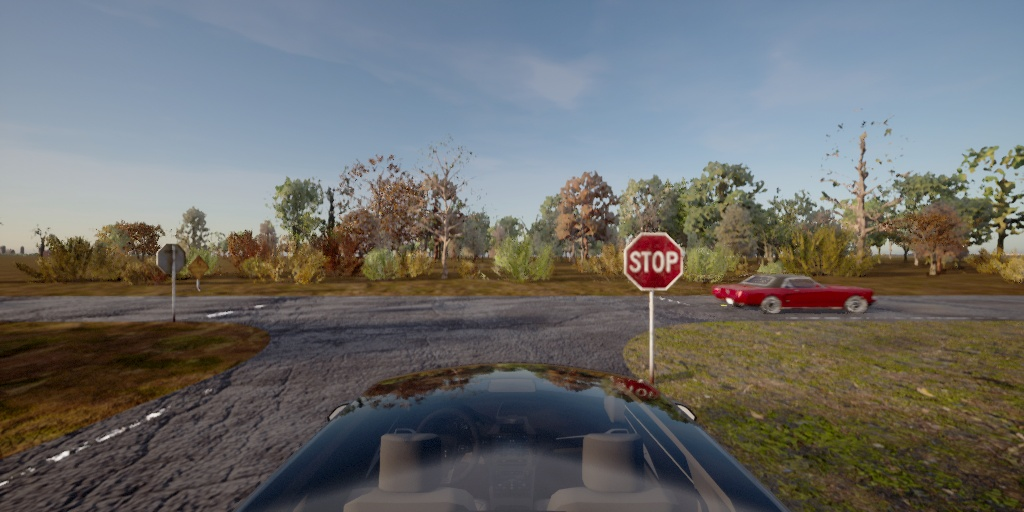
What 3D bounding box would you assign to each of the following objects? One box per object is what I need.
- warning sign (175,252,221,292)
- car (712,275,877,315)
[{"bbox_3d":[-16.192,0.878,18.489,1.060,1.860,1.300,0,0,0],"label":"warning sign"},{"bbox_3d":[10.017,1.329,12.883,4.718,1.301,1.895,0,0,-1],"label":"car"}]
